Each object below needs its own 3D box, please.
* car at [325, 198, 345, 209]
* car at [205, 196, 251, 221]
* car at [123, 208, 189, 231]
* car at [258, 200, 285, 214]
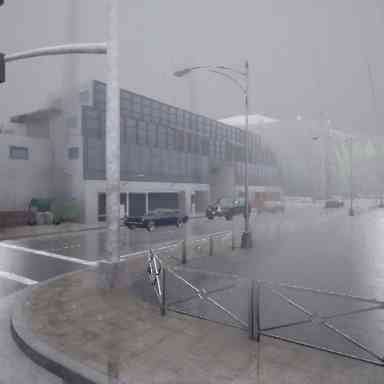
[{"bbox_3d":[20.592,1.682,47.889,1.837,1.490,4.892,0,0,35],"label":"car"},{"bbox_3d":[3.428,1.399,30.182,2.150,2.045,5.566,0,0,36],"label":"car"},{"bbox_3d":[-2.302,1.779,22.152,1.895,1.301,4.718,0,0,35],"label":"car"},{"bbox_3d":[9.202,1.704,38.255,1.812,1.442,4.674,0,0,36],"label":"car"}]
